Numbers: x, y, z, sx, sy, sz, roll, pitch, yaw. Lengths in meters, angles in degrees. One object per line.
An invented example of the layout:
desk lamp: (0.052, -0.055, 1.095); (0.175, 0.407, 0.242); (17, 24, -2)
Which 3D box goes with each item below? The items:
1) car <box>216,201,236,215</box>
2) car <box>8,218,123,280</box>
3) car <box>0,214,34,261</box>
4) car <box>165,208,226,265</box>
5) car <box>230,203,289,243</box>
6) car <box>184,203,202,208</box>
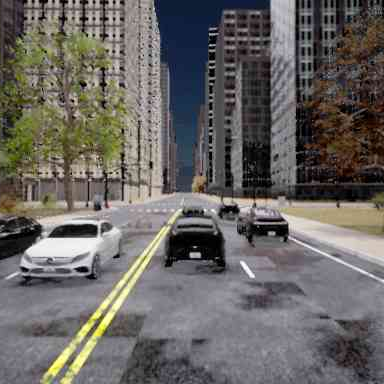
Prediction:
car: (3.341, 1.565, 30.972); (2.128, 1.511, 4.902); (0, 0, 0)
car: (-3.352, 1.553, 10.149); (1.812, 1.442, 4.674); (0, 0, 0)
car: (-6.602, 1.534, 11.025); (1.837, 1.490, 4.892); (0, 0, 0)
car: (0.094, 1.536, 11.740); (1.837, 1.490, 4.892); (0, 0, 0)
car: (3.345, 1.534, 16.355); (2.128, 1.511, 4.902); (0, 0, 0)
car: (0.092, 1.673, 29.980); (1.895, 1.301, 4.718); (0, 0, 0)
